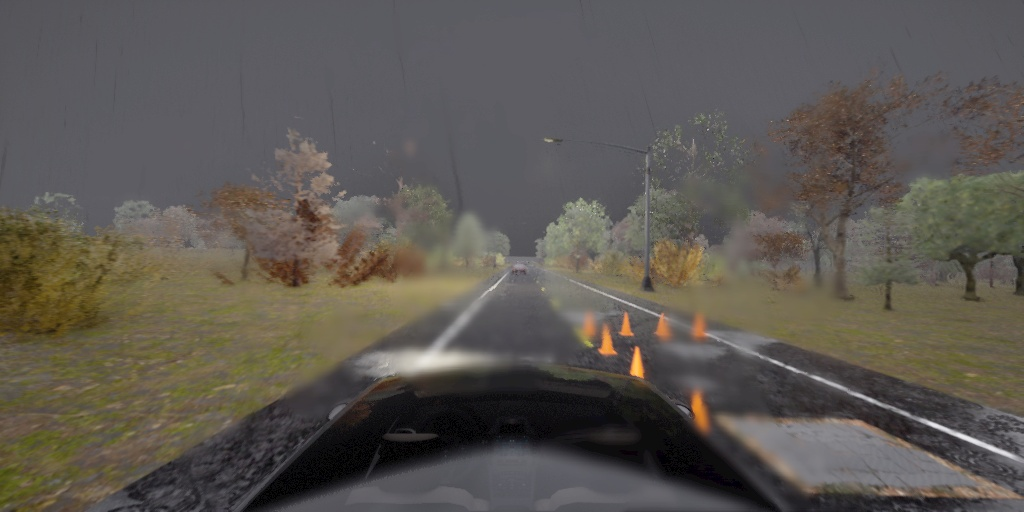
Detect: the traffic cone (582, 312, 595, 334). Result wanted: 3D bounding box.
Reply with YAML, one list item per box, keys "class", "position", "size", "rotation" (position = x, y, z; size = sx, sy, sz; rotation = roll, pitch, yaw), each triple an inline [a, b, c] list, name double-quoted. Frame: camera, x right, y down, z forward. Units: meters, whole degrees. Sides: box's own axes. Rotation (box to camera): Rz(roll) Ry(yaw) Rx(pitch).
- class: "traffic cone"
  position: [2.126, 1.829, 9.859]
  size: [0.340, 0.580, 0.340]
  rotation: [0, 0, 1]

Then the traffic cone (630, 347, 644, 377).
- class: "traffic cone"
  position: [2.041, 1.783, 5.860]
  size: [0.340, 0.580, 0.340]
  rotation: [0, 0, 1]

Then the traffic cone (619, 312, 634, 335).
- class: "traffic cone"
  position: [3.125, 1.844, 9.837]
  size: [0.340, 0.580, 0.340]
  rotation: [0, 0, 1]

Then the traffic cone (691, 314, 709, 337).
- class: "traffic cone"
  position: [5.125, 1.874, 9.795]
  size: [0.340, 0.580, 0.340]
  rotation: [0, 0, 1]

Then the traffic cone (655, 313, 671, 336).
- class: "traffic cone"
  position: [4.125, 1.859, 9.816]
  size: [0.340, 0.580, 0.340]
  rotation: [0, 0, 1]

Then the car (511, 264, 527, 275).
- class: "car"
  position: [0.945, 1.775, 48.721]
  size: [1.882, 1.535, 5.008]
  rotation: [1, -1, 1]

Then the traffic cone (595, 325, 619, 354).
- class: "traffic cone"
  position: [2.084, 1.806, 7.859]
  size: [0.340, 0.580, 0.340]
  rotation: [0, 0, 1]

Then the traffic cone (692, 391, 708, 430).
- class: "traffic cone"
  position: [1.999, 1.760, 3.860]
  size: [0.340, 0.580, 0.340]
  rotation: [0, 0, 1]
